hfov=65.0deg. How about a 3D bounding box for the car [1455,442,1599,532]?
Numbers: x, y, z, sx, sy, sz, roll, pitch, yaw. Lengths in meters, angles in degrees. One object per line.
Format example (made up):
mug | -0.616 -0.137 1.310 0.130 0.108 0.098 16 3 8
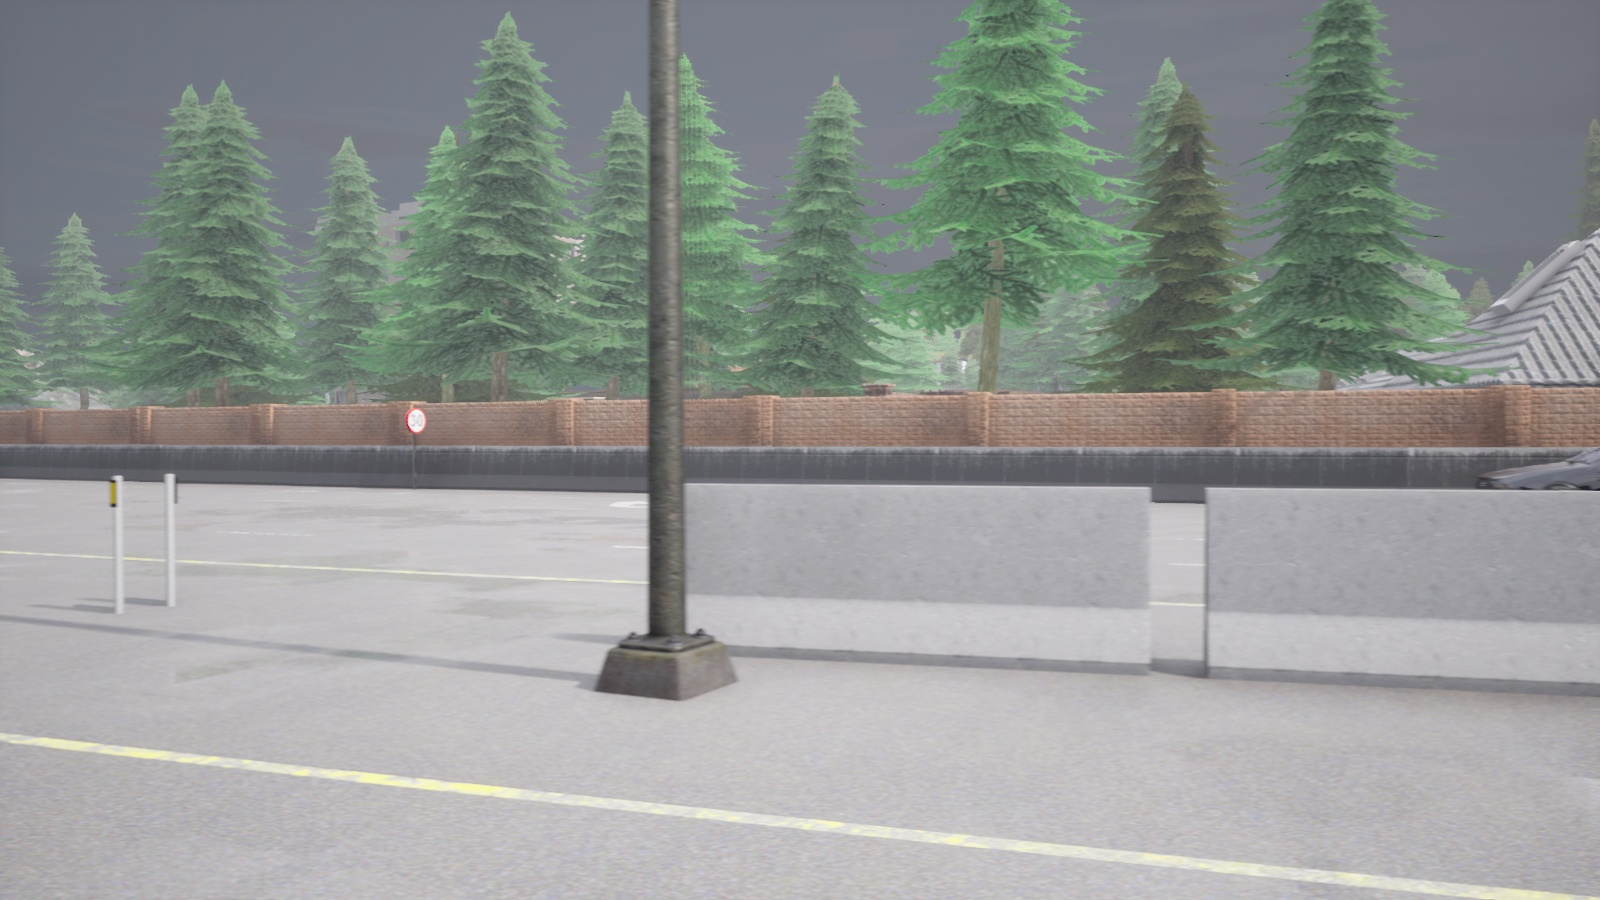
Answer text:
car | 14.030 0.603 20.779 5.357 1.411 2.033 0 1 16
